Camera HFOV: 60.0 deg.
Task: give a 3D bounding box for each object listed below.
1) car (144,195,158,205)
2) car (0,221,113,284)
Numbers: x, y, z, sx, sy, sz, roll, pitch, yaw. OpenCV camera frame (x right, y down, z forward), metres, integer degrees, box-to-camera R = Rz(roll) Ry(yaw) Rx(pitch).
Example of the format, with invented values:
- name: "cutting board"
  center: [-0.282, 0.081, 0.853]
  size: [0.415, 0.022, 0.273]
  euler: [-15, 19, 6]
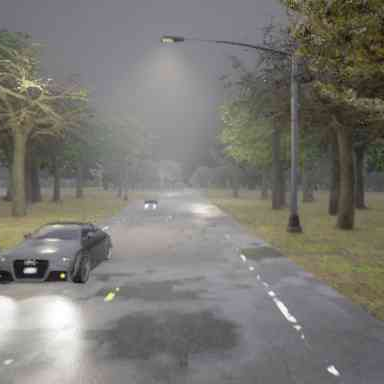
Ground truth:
- name: "car"
  center: [-6.369, 1.236, 52.042]
  size: [1.994, 1.385, 4.181]
  euler: [0, 1, -5]
- name: "car"
  center: [-3.610, 1.554, 9.420]
  size: [1.994, 1.385, 4.181]
  euler: [0, 0, 0]
